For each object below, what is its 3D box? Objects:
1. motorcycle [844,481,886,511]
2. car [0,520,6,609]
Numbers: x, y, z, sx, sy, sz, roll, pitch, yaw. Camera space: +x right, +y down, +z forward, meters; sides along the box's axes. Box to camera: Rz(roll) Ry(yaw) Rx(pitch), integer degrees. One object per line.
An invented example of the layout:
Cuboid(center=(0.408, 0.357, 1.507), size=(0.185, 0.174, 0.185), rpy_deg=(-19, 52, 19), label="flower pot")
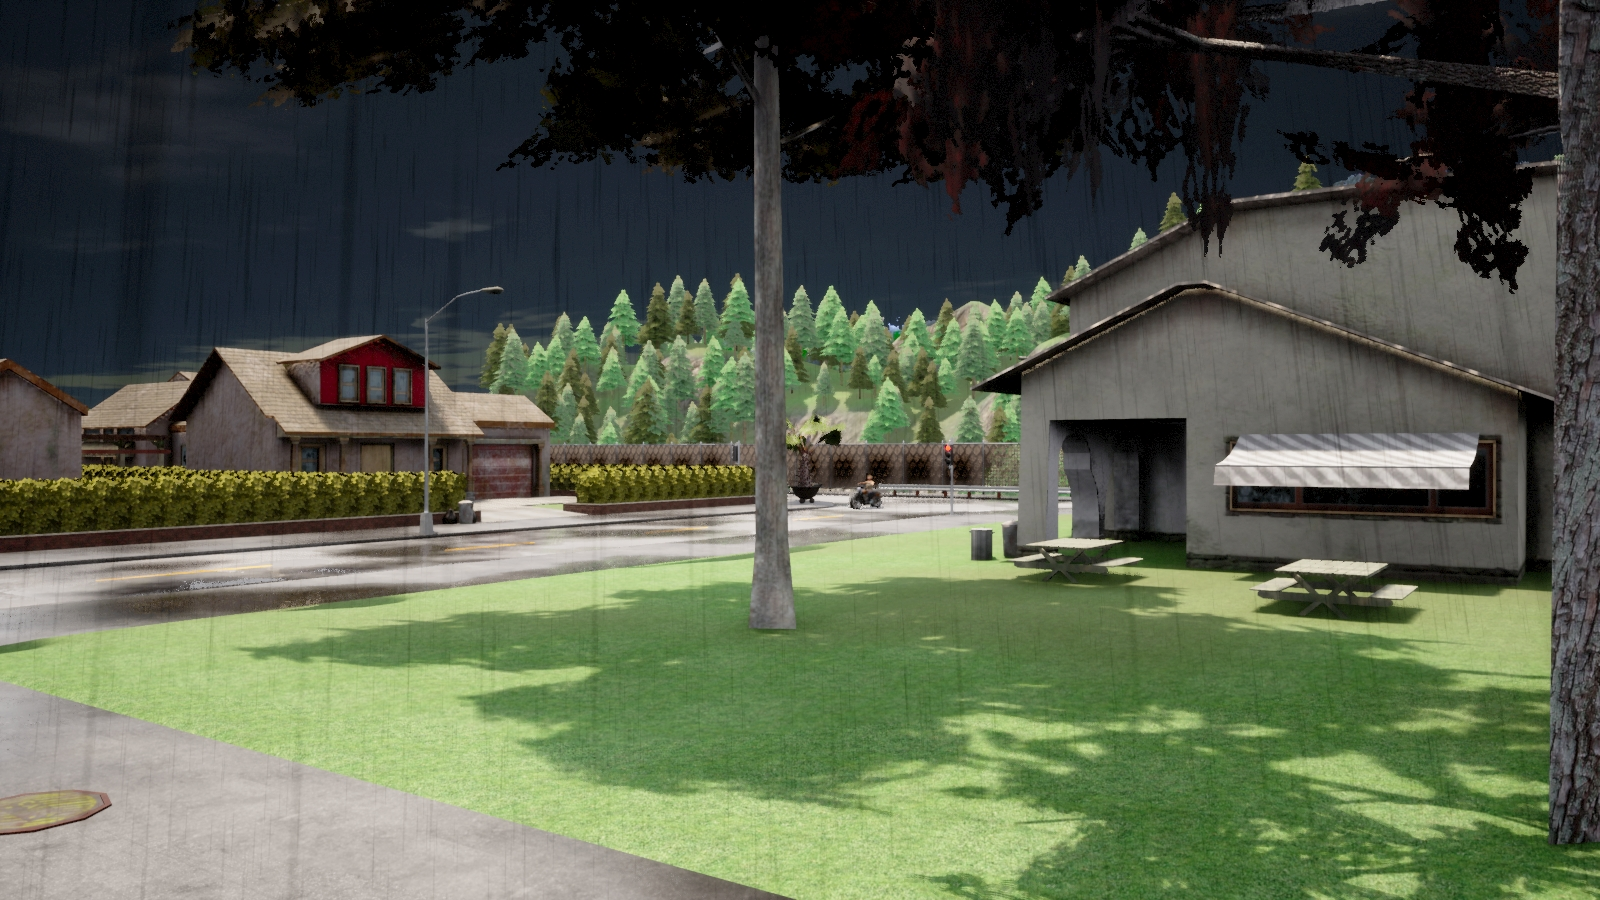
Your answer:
Cuboid(center=(3.071, 2.155, 53.845), size=(0.764, 1.307, 2.356), rpy_deg=(1, 1, 39), label="motorcycle")
Cuboid(center=(-16.517, 2.038, 19.119), size=(2.038, 1.542, 4.974), rpy_deg=(0, 0, 42), label="car")
